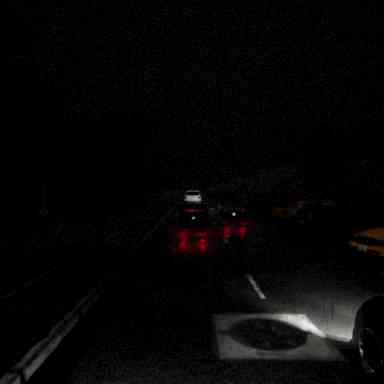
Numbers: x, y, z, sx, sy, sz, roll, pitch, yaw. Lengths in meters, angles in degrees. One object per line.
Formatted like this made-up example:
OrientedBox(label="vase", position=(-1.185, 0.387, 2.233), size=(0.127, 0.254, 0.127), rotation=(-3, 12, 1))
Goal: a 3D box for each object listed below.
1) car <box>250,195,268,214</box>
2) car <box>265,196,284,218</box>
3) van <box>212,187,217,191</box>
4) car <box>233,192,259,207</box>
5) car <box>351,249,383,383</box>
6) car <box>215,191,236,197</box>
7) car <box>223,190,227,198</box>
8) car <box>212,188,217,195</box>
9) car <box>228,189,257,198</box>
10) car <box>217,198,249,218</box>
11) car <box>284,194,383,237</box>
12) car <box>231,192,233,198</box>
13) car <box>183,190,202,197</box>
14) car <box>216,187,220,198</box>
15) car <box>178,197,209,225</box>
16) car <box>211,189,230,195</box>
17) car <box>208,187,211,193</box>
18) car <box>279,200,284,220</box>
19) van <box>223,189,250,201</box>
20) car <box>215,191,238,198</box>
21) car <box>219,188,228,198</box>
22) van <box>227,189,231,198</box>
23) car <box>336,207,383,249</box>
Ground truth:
OrientedBox(label="car", position=(8.045, 1.265, 29.465), size=(4.792, 1.488, 2.163), rotation=(1, 1, -20))
OrientedBox(label="car", position=(8.242, 1.317, 23.541), size=(5.366, 1.575, 1.946), rotation=(1, 0, -20))
OrientedBox(label="van", position=(7.964, 0.116, 83.217), size=(4.442, 1.987, 1.878), rotation=(0, 2, -20))
OrientedBox(label="car", position=(8.044, 1.093, 41.469), size=(4.792, 1.488, 2.163), rotation=(0, 1, -20))
OrientedBox(label="car", position=(3.100, 1.560, 2.717), size=(1.994, 1.385, 4.181), rotation=(0, 0, 0))
OrientedBox(label="car", position=(8.064, 0.454, 80.292), size=(4.674, 1.452, 2.002), rotation=(0, 1, -20))
OrientedBox(label="car", position=(8.064, 0.894, 53.433), size=(4.892, 1.521, 2.231), rotation=(1, 1, -20))
OrientedBox(label="car", position=(7.897, 0.545, 74.251), size=(5.366, 1.575, 1.946), rotation=(0, 2, -20))
OrientedBox(label="car", position=(8.042, 0.852, 47.457), size=(4.553, 1.767, 2.185), rotation=(0, 1, -20))
OrientedBox(label="car", position=(3.100, 1.361, 26.876), size=(1.895, 1.301, 4.718), rotation=(0, 0, 0))
OrientedBox(label="car", position=(8.048, 1.141, 17.446), size=(5.566, 2.045, 2.435), rotation=(1, 1, -20))
OrientedBox(label="car", position=(8.065, 1.061, 44.488), size=(4.674, 1.452, 2.002), rotation=(0, 1, -20))
OrientedBox(label="car", position=(0.101, 0.783, 42.357), size=(2.150, 2.045, 5.566), rotation=(0, 1, 0))
OrientedBox(label="car", position=(8.099, 0.513, 62.394), size=(5.566, 2.045, 2.435), rotation=(0, 1, -20))
OrientedBox(label="car", position=(0.100, 1.331, 22.668), size=(2.128, 1.511, 4.902), rotation=(0, 1, 0))
OrientedBox(label="car", position=(8.095, 0.036, 95.218), size=(4.792, 1.488, 2.163), rotation=(0, 2, -20))
OrientedBox(label="car", position=(7.896, 0.090, 92.157), size=(5.366, 1.575, 1.946), rotation=(0, 2, -20))
OrientedBox(label="car", position=(8.075, 1.396, 20.469), size=(4.674, 1.452, 2.002), rotation=(1, 1, -20))
OrientedBox(label="van", position=(7.965, 0.581, 59.351), size=(4.442, 1.987, 1.878), rotation=(0, 1, -20))
OrientedBox(label="car", position=(8.096, 0.516, 77.321), size=(4.792, 1.488, 2.163), rotation=(0, 1, -20))
OrientedBox(label="car", position=(8.048, 0.599, 56.398), size=(5.566, 2.045, 2.435), rotation=(0, 1, -20))
OrientedBox(label="van", position=(8.181, 0.711, 50.491), size=(4.442, 1.987, 1.878), rotation=(0, 1, -20))
OrientedBox(label="car", position=(7.898, 1.438, 11.395), size=(5.366, 1.575, 1.946), rotation=(1, 1, -20))
